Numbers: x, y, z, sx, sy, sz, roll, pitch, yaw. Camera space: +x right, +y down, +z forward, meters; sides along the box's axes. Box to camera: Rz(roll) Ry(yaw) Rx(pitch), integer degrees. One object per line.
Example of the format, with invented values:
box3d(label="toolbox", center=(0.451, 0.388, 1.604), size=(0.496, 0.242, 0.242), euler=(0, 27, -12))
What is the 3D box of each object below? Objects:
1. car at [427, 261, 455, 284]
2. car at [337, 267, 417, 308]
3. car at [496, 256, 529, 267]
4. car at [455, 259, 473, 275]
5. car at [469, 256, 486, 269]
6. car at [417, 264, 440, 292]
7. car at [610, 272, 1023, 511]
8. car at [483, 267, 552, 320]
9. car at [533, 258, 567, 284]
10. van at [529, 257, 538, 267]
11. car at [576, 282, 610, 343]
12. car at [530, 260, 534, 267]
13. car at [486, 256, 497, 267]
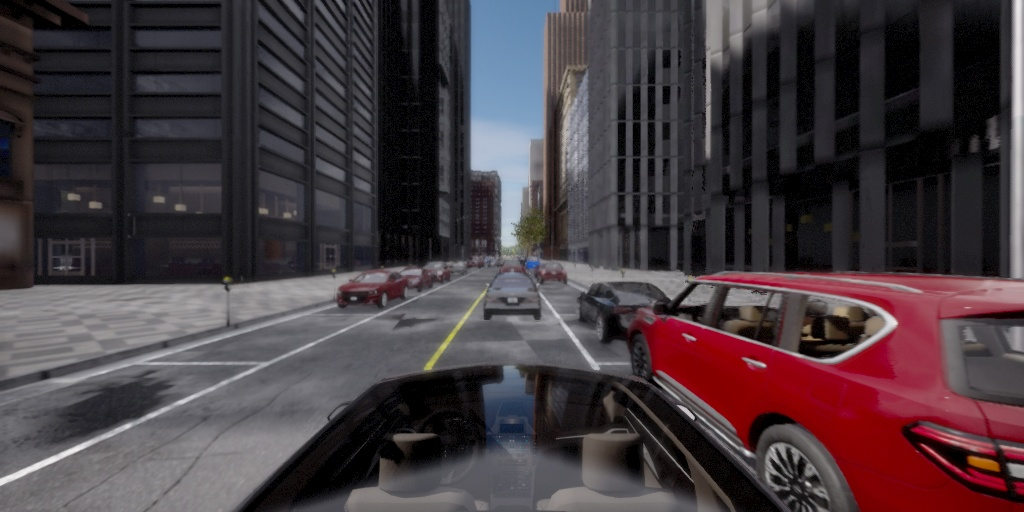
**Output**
box3d(label="car", center=(-5.667, 1.154, 26.365), size=(1.967, 1.591, 4.097), euler=(0, 0, 0))
box3d(label="car", center=(-5.668, 1.276, 15.086), size=(1.888, 1.381, 4.507), euler=(0, 0, 0))
box3d(label="car", center=(0.048, 1.061, 29.644), size=(2.097, 1.767, 4.553), euler=(0, 0, 0))
box3d(label="car", center=(-5.667, 1.246, 37.643), size=(2.007, 1.370, 4.403), euler=(0, 0, 0))
box3d(label="car", center=(-5.666, 0.968, 54.563), size=(2.192, 1.841, 5.009), euler=(0, 0, 0))
box3d(label="car", center=(-5.668, 1.305, 20.725), size=(1.802, 1.307, 4.207), euler=(0, 0, 0))
box3d(label="car", center=(2.857, 1.062, 3.780), size=(2.192, 1.841, 5.009), euler=(0, 0, 0))
box3d(label="car", center=(0.025, 1.282, 12.593), size=(2.033, 1.411, 5.357), euler=(0, 0, 0))
box3d(label="car", center=(2.858, 1.154, 26.339), size=(1.967, 1.591, 4.097), euler=(0, 0, 0))
box3d(label="van", center=(2.859, 1.011, 48.901), size=(1.690, 1.789, 3.998), euler=(0, 0, 0))
box3d(label="car", center=(2.858, 1.305, 9.420), size=(1.948, 1.339, 4.313), euler=(0, 0, 0))
box3d(label="car", center=(2.859, 1.288, 31.980), size=(1.802, 1.307, 4.207), euler=(0, 0, 0))
box3d(label="car", center=(-3.060, 1.130, 59.133), size=(2.128, 1.511, 4.902), euler=(0, 0, 0))
